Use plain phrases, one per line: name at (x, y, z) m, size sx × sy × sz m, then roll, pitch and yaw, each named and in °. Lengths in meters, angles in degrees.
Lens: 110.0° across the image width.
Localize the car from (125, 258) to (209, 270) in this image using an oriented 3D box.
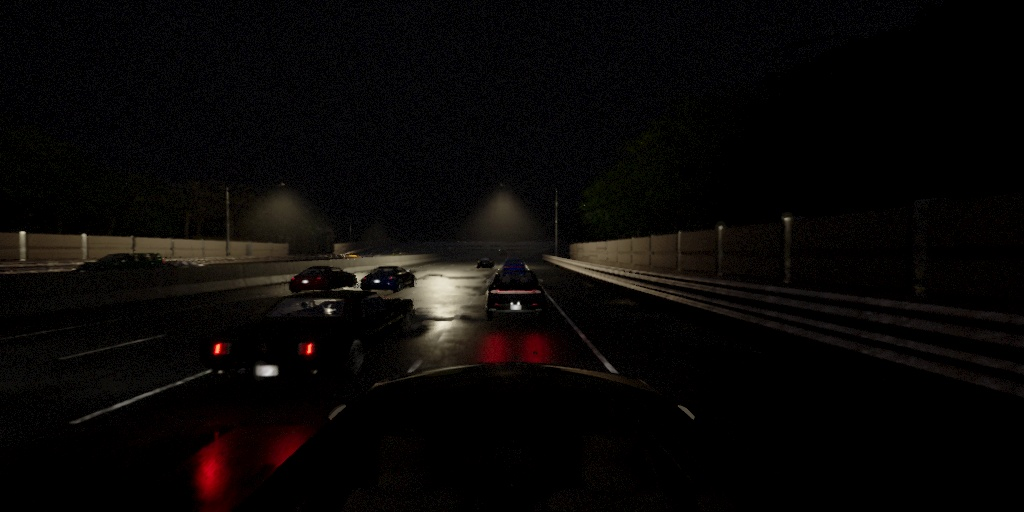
car at (-27.986, 1.088, 29.781) m, size 2.033 × 1.411 × 5.357 m, roll 0°, pitch 1°, yaw 1°

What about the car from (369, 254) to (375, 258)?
car at (-24.170, 0.448, 59.324) m, size 2.128 × 1.511 × 4.902 m, roll 0°, pitch 1°, yaw 1°

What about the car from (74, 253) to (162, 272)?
car at (-31.504, 0.769, 29.143) m, size 2.150 × 2.045 × 5.566 m, roll 0°, pitch 1°, yaw 1°

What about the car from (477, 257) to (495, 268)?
car at (-3.307, 0.796, 45.562) m, size 1.994 × 1.385 × 4.181 m, roll 0°, pitch 1°, yaw 1°

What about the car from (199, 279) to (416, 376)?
car at (-3.498, 1.349, 7.358) m, size 1.895 × 1.301 × 4.718 m, roll 0°, pitch 0°, yaw 0°

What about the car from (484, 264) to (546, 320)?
car at (0.113, 1.222, 12.554) m, size 2.128 × 1.511 × 4.902 m, roll 0°, pitch 0°, yaw 0°

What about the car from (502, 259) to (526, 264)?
car at (0.186, 1.002, 30.755) m, size 1.882 × 1.535 × 5.008 m, roll 0°, pitch 1°, yaw 0°

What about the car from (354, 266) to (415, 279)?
car at (-6.864, 1.234, 20.257) m, size 1.994 × 1.385 × 4.181 m, roll 0°, pitch 1°, yaw 0°

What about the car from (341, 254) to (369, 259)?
car at (-20.868, 0.689, 46.579) m, size 1.882 × 1.535 × 5.008 m, roll 0°, pitch 1°, yaw 1°

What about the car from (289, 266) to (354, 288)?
car at (-10.365, 1.237, 19.993) m, size 1.994 × 1.385 × 4.181 m, roll 0°, pitch 1°, yaw 0°
